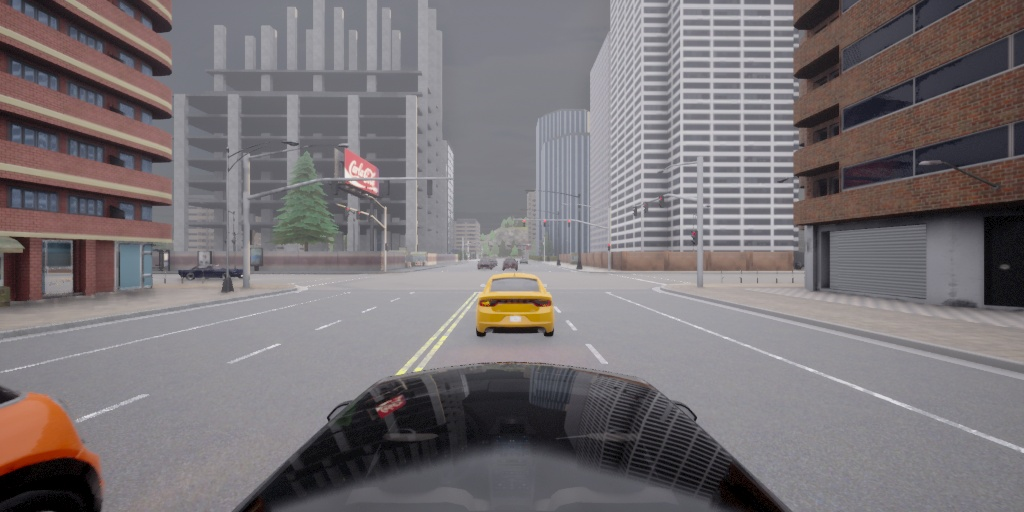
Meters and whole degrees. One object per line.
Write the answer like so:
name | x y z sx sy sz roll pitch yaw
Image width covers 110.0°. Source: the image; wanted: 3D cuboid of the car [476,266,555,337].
car | 0.061 1.228 10.345 1.882 1.535 5.008 0 0 0

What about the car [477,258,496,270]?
car | -3.885 1.102 52.614 2.097 1.767 4.553 0 0 0

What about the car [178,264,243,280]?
car | -24.932 1.351 30.172 4.718 1.301 1.895 0 0 -1

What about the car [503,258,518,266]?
car | -0.237 1.102 53.092 2.097 1.767 4.553 0 0 0

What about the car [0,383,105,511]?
car | -3.582 1.102 0.212 2.097 1.767 4.553 0 0 0
